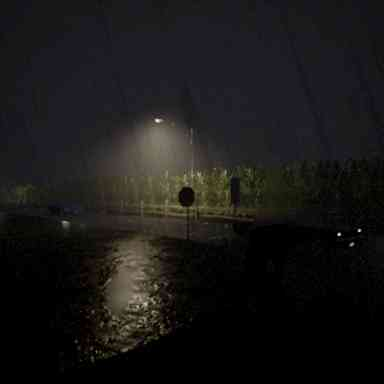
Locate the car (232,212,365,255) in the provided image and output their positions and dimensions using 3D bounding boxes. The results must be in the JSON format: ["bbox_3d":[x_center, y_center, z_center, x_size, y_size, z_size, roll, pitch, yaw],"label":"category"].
[{"bbox_3d":[3.854,1.434,12.663,1.895,1.301,4.718,0,0,-40],"label":"car"}]

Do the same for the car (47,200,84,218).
[{"bbox_3d":[-11.724,1.493,30.621,1.882,1.535,5.008,0,0,-42],"label":"car"}]
